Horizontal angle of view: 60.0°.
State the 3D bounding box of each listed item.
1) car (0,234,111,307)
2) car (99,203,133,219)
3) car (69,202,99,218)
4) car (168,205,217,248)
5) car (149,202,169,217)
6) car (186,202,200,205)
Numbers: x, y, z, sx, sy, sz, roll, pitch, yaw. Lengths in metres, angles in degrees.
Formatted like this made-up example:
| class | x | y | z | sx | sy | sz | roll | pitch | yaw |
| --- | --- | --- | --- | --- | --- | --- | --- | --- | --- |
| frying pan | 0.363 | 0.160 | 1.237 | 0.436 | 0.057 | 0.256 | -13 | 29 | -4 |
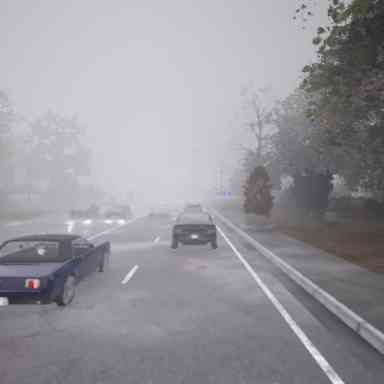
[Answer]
| class | x | y | z | sx | sy | sz | roll | pitch | yaw |
| --- | --- | --- | --- | --- | --- | --- | --- | --- | --- |
| car | -3.397 | 1.676 | 8.123 | 1.895 | 1.301 | 4.718 | 0 | -1 | 0 |
| car | -7.082 | 1.814 | 32.557 | 2.033 | 1.411 | 5.357 | 0 | 0 | 0 |
| car | -10.578 | 1.748 | 33.131 | 1.882 | 1.535 | 5.008 | 0 | 0 | 0 |
| car | 0.103 | 1.619 | 15.565 | 1.882 | 1.535 | 5.008 | 0 | 0 | 0 |
| car | -3.389 | 1.804 | 34.848 | 1.812 | 1.442 | 4.674 | 0 | 0 | 0 |
| car | 0.110 | 1.769 | 34.771 | 2.128 | 1.511 | 4.902 | 0 | 0 | 0 |
